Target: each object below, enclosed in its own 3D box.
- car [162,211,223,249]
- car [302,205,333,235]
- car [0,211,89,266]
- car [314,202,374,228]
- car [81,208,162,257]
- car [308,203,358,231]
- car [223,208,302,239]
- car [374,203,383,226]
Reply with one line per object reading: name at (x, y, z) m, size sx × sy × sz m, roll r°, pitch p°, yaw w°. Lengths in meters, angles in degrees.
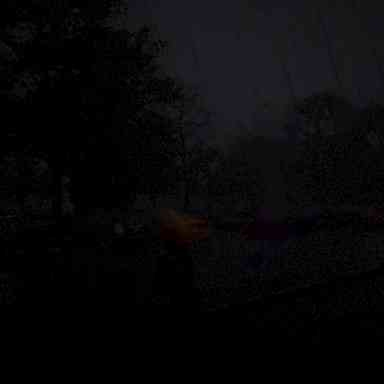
car at (-1.412, 1.592, 15.145) m, size 5.008 × 1.535 × 2.097 m, roll -1°, pitch -1°, yaw 34°
car at (5.733, 1.718, 20.458) m, size 4.792 × 1.488 × 2.163 m, roll -1°, pitch -2°, yaw 33°
car at (-6.212, 1.529, 11.657) m, size 4.892 × 1.521 × 2.231 m, roll -1°, pitch -1°, yaw 34°
car at (10.372, 1.628, 24.109) m, size 4.553 × 1.767 × 2.185 m, roll -1°, pitch -2°, yaw 32°
car at (-3.787, 1.434, 13.387) m, size 4.553 × 1.767 × 2.185 m, roll -1°, pitch -1°, yaw 34°
car at (8.059, 1.720, 22.266) m, size 5.008 × 1.535 × 2.097 m, roll -1°, pitch -1°, yaw 33°
car at (3.310, 1.686, 18.700) m, size 4.792 × 1.488 × 2.163 m, roll -1°, pitch -1°, yaw 33°
car at (12.566, 1.784, 26.010) m, size 5.366 × 1.575 × 1.946 m, roll -1°, pitch -1°, yaw 32°
